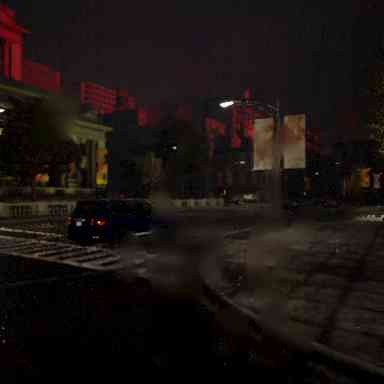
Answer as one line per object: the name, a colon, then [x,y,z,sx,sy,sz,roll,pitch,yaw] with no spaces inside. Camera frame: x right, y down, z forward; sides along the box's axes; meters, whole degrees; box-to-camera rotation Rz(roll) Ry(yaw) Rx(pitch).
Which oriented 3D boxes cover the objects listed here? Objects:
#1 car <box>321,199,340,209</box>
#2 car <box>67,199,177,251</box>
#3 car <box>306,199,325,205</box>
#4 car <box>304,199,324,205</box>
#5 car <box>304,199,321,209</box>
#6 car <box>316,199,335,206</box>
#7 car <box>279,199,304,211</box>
car: [24.841,2.207,59.056,2.033,1.411,5.357,0,-1,34]
car: [-2.915,1.345,15.096,2.150,2.045,5.566,0,-1,32]
car: [31.415,2.517,84.633,4.718,1.301,1.895,1,-1,-29]
car: [29.046,2.401,79.181,5.357,1.411,2.033,1,-1,-37]
car: [20.737,2.187,59.165,2.033,1.411,5.357,0,-1,34]
car: [30.422,2.316,75.814,5.008,1.535,1.882,1,-1,-40]
car: [14.402,2.064,49.073,2.033,1.411,5.357,0,-1,31]
